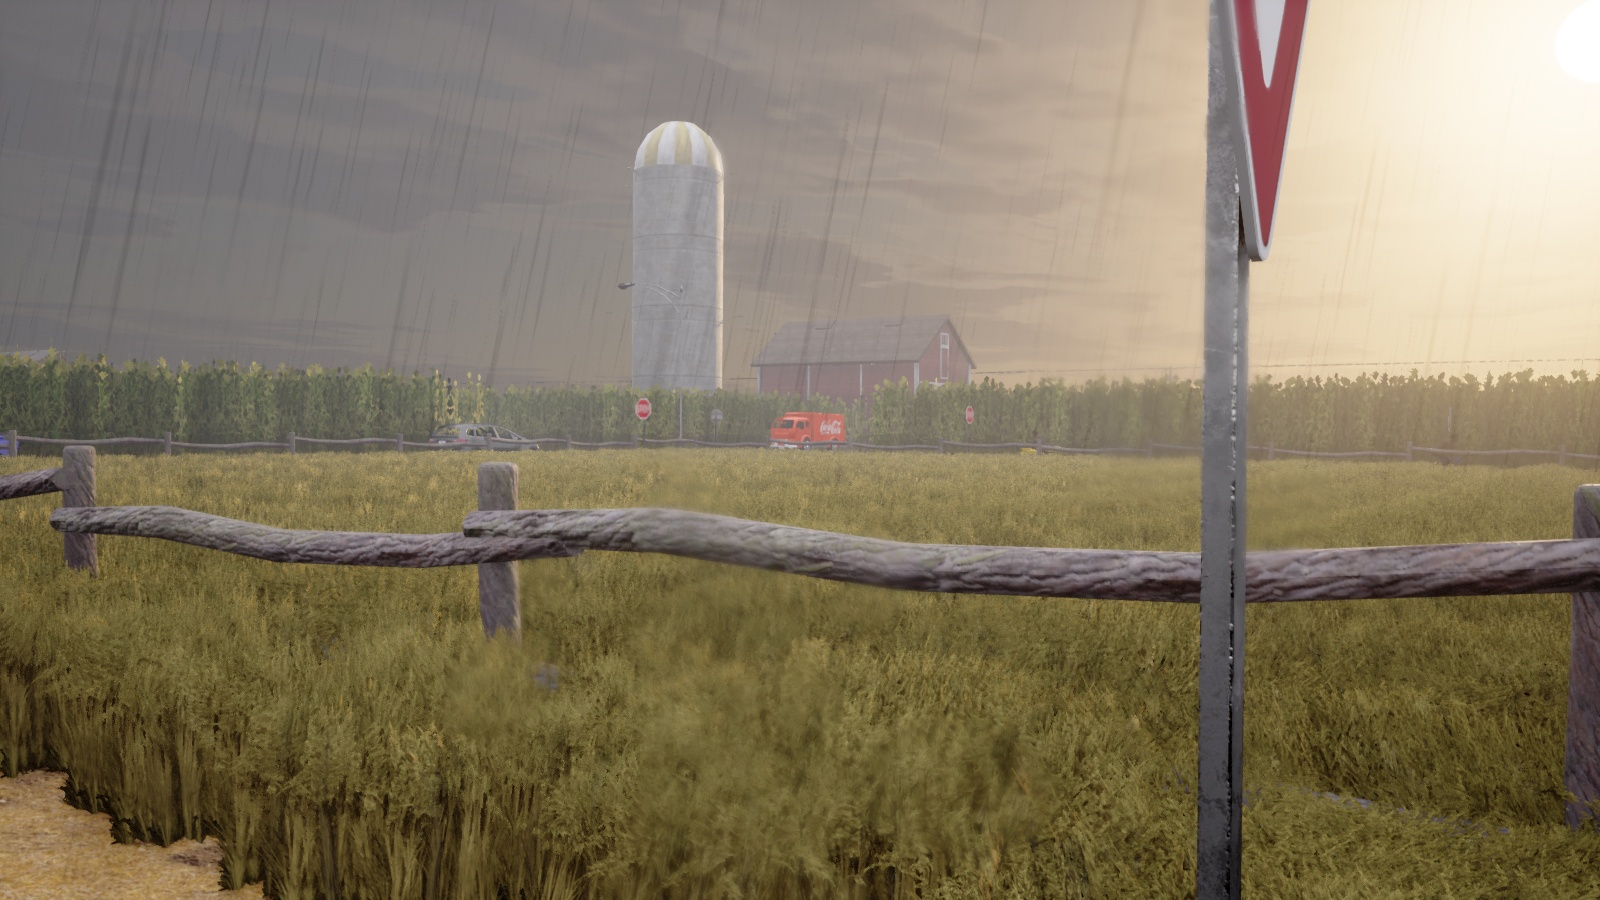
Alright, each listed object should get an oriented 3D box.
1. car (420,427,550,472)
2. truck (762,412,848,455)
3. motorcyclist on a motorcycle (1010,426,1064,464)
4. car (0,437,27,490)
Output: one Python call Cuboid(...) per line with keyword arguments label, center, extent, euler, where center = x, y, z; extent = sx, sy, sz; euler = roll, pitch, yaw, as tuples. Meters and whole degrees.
Cuboid(label="car", center=(-12.292, -0.061, 49.265), extent=(2.242, 1.667, 4.611), euler=(0, 1, 34))
Cuboid(label="truck", center=(0.345, -0.962, 73.734), extent=(2.627, 2.467, 5.204), euler=(0, 1, 34))
Cuboid(label="motorcyclist on a motorcycle", center=(9.799, -0.221, 51.929), extent=(2.044, 1.523, 0.797), euler=(1, 1, 34))
Cuboid(label="car", center=(-24.992, 0.414, 35.865), extent=(2.007, 1.525, 4.514), euler=(0, 1, 34))
